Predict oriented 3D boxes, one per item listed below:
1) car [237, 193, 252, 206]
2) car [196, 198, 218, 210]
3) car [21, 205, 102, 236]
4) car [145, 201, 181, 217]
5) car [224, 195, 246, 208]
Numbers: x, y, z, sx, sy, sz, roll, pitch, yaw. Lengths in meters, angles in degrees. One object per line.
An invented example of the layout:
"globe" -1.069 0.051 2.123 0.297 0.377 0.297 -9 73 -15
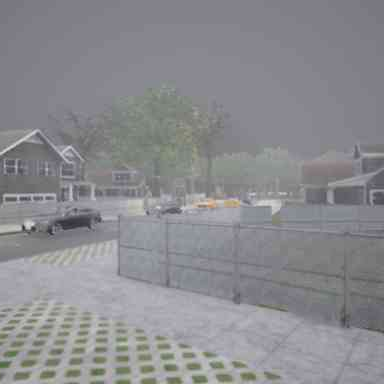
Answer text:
"car" 8.475 1.191 54.553 2.150 2.045 5.566 0 0 15
"car" 1.945 1.530 42.779 1.882 1.535 5.008 0 0 19
"car" -7.144 1.513 18.692 2.128 1.511 4.902 0 0 23
"car" -2.530 1.580 30.130 1.837 1.490 4.892 0 0 20
"car" 5.559 1.521 44.596 1.882 1.535 5.008 0 0 17
